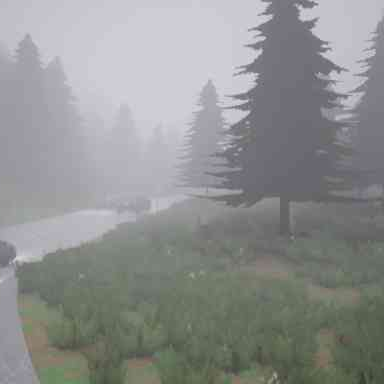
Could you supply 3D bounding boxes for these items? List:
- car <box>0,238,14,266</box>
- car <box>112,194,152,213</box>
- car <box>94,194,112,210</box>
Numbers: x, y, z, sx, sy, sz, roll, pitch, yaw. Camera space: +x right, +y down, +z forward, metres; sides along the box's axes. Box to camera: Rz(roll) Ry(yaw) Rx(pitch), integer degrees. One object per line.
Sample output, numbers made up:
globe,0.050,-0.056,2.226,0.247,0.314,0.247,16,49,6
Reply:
car,-7.491,1.951,11.129,2.033,1.411,5.357,1,-7,-14
car,-5.328,0.957,31.184,2.097,1.767,4.553,1,3,10
car,-8.228,0.959,33.910,1.812,1.442,4.674,1,3,11
